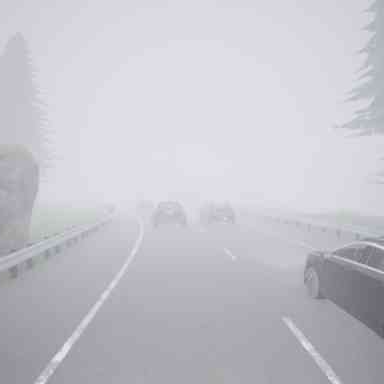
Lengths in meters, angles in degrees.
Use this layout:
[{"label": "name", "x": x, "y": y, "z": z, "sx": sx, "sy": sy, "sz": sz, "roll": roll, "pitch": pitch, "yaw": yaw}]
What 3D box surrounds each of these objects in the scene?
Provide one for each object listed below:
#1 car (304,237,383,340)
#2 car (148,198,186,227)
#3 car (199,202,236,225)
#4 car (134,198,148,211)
[{"label": "car", "x": 3.444, "y": 1.482, "z": 5.468, "sx": 2.128, "sy": 1.511, "sz": 4.902, "roll": 0, "pitch": 0, "yaw": -2}, {"label": "car", "x": -1.686, "y": 1.339, "z": 22.721, "sx": 2.097, "sy": 1.767, "sz": 4.553, "roll": 0, "pitch": 0, "yaw": -9}, {"label": "car", "x": 1.715, "y": 1.472, "z": 23.657, "sx": 2.128, "sy": 1.511, "sz": 4.902, "roll": 0, "pitch": 0, "yaw": -9}, {"label": "car", "x": -5.816, "y": 1.473, "z": 39.997, "sx": 2.128, "sy": 1.511, "sz": 4.902, "roll": 0, "pitch": 0, "yaw": -17}]
